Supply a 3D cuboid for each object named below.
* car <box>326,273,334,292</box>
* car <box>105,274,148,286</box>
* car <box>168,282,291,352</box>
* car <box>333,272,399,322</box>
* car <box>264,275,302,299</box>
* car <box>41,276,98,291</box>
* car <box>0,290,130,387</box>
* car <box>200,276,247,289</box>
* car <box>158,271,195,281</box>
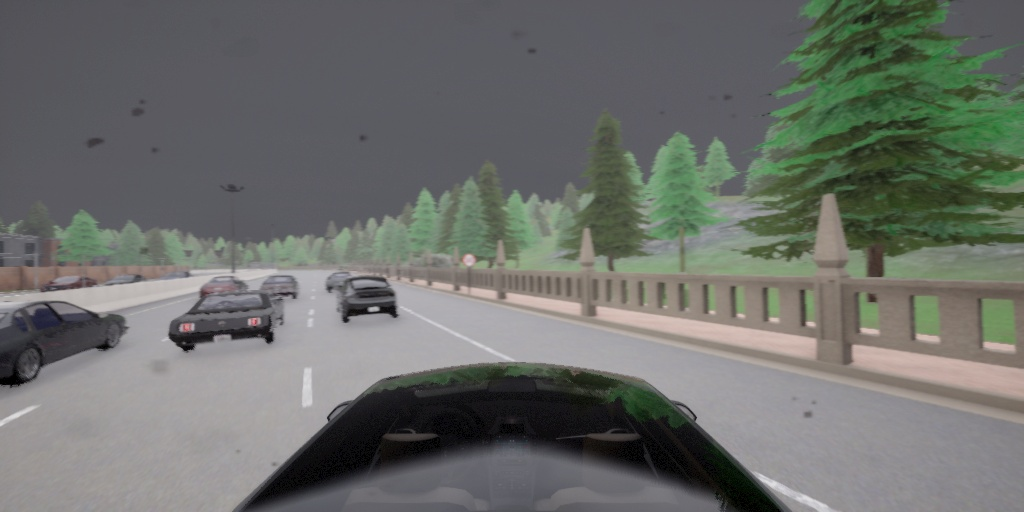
[{"bbox_3d":[-13.031,1.923,27.370,1.994,1.385,4.181,-1,-1,-28],"label":"car"},{"bbox_3d":[-37.085,2.536,34.621,1.837,1.490,4.892,-1,0,-28],"label":"car"},{"bbox_3d":[-7.607,1.632,10.091,1.895,1.301,4.718,-1,-1,-28],"label":"car"},{"bbox_3d":[-5.678,1.533,13.883,1.837,1.490,4.892,-1,0,-28],"label":"car"},{"bbox_3d":[-14.076,1.871,21.906,2.033,1.411,5.357,-1,-1,-28],"label":"car"},{"bbox_3d":[-39.898,2.555,32.469,1.882,1.535,5.008,-1,0,-28],"label":"car"},{"bbox_3d":[-9.978,1.604,7.107,2.033,1.411,5.357,-1,-1,-28],"label":"car"},{"bbox_3d":[-19.159,2.036,23.987,1.994,1.385,4.181,-1,-1,-28],"label":"car"},{"bbox_3d":[-34.253,2.338,36.734,2.097,1.767,4.553,-1,-1,-28],"label":"car"}]
